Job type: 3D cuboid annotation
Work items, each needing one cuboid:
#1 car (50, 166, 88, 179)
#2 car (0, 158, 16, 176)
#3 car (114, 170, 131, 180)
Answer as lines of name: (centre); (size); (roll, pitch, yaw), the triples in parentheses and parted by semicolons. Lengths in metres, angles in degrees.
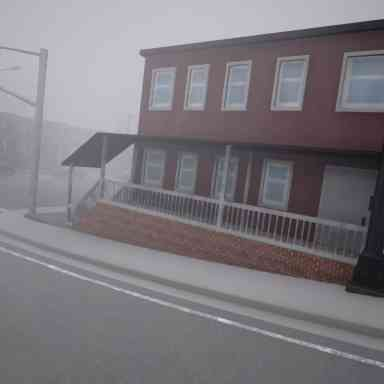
car: (-14.963, -2.479, 40.599); (1.812, 1.442, 4.674); (10, 6, 36)
car: (-20.260, -2.657, 33.260); (2.097, 1.767, 4.553); (10, 6, 35)
car: (-9.194, -2.474, 48.574); (1.812, 1.442, 4.674); (10, 6, 35)
